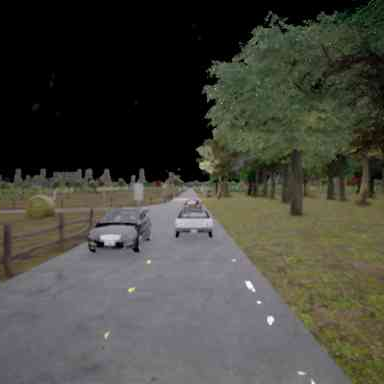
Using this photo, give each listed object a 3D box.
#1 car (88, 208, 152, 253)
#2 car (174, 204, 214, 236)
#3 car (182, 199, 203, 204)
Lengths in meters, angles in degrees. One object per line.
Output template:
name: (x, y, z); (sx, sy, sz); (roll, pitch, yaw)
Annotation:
car: (-2.762, 1.456, 13.645); (2.128, 1.511, 4.902); (0, 0, 0)
car: (0.092, 1.551, 17.858); (1.895, 1.301, 4.718); (0, 0, 0)
car: (0.076, 1.426, 31.902); (1.812, 1.442, 4.674); (0, 0, -1)
